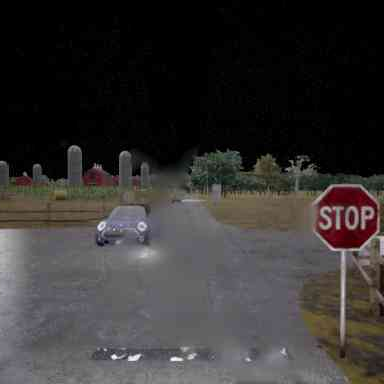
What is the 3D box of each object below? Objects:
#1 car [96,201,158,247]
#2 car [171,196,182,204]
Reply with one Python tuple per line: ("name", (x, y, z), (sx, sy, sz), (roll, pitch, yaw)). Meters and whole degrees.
("car", (-2.737, 1.334, 14.885), (2.097, 1.767, 4.553), (1, 0, 0))
("car", (-2.771, 1.402, 60.445), (2.033, 1.411, 5.357), (0, 0, 0))
